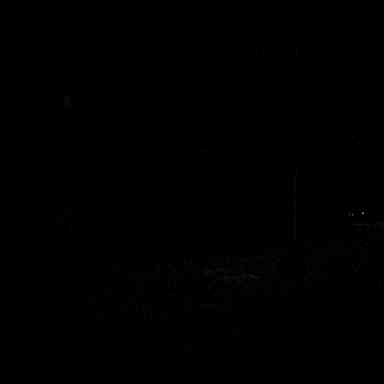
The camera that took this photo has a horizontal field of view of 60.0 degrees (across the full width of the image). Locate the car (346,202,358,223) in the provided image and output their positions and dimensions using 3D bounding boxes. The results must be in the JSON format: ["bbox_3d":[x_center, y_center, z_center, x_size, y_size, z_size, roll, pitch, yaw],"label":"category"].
[{"bbox_3d":[9.380,1.539,24.399,1.947,1.339,4.313,0,0,-35],"label":"car"}]

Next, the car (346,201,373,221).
[{"bbox_3d":[10.918,1.209,26.619,2.150,2.045,5.566,0,0,-35],"label":"car"}]

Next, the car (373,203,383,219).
[{"bbox_3d":[15.918,1.580,29.054,1.947,1.339,4.313,0,0,-35],"label":"car"}]
